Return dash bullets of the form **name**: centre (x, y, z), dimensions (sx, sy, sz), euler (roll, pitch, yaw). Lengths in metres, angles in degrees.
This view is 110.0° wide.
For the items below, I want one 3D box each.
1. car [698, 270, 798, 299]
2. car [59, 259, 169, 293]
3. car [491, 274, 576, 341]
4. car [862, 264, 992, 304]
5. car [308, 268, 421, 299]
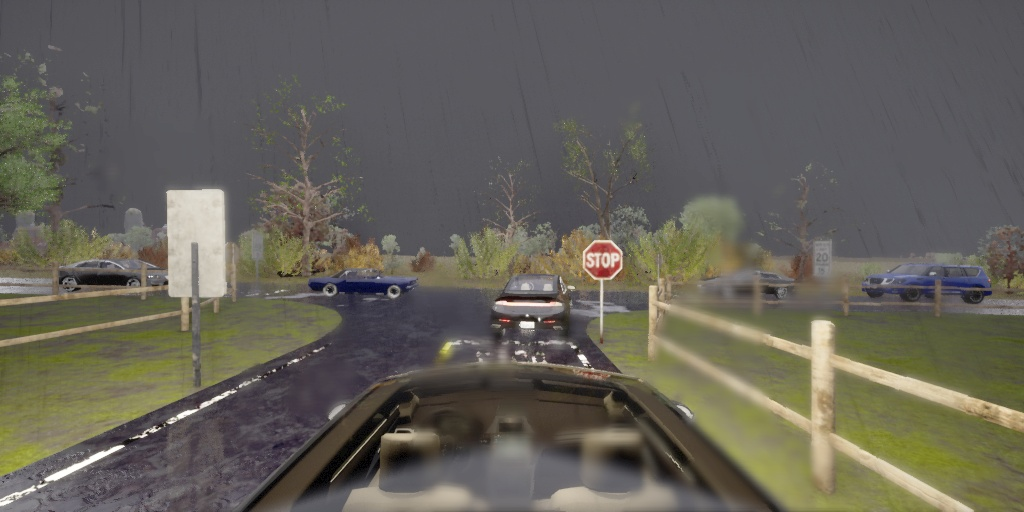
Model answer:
- **car**: centre (13.008, 1.525, 19.912), dimensions (4.902, 1.511, 2.128), euler (1, 1, 0)
- **car**: centre (-18.486, 0.885, 17.008), dimensions (4.902, 1.511, 2.128), euler (1, 1, 0)
- **car**: centre (0.709, 1.240, 9.956), dimensions (2.128, 1.511, 4.902), euler (0, 0, 9)
- **car**: centre (22.904, 1.466, 19.899), dimensions (5.566, 2.045, 2.150), euler (1, 1, 0)
- **car**: centre (-6.818, 1.248, 16.989), dimensions (4.718, 1.301, 1.895), euler (1, 1, 0)
